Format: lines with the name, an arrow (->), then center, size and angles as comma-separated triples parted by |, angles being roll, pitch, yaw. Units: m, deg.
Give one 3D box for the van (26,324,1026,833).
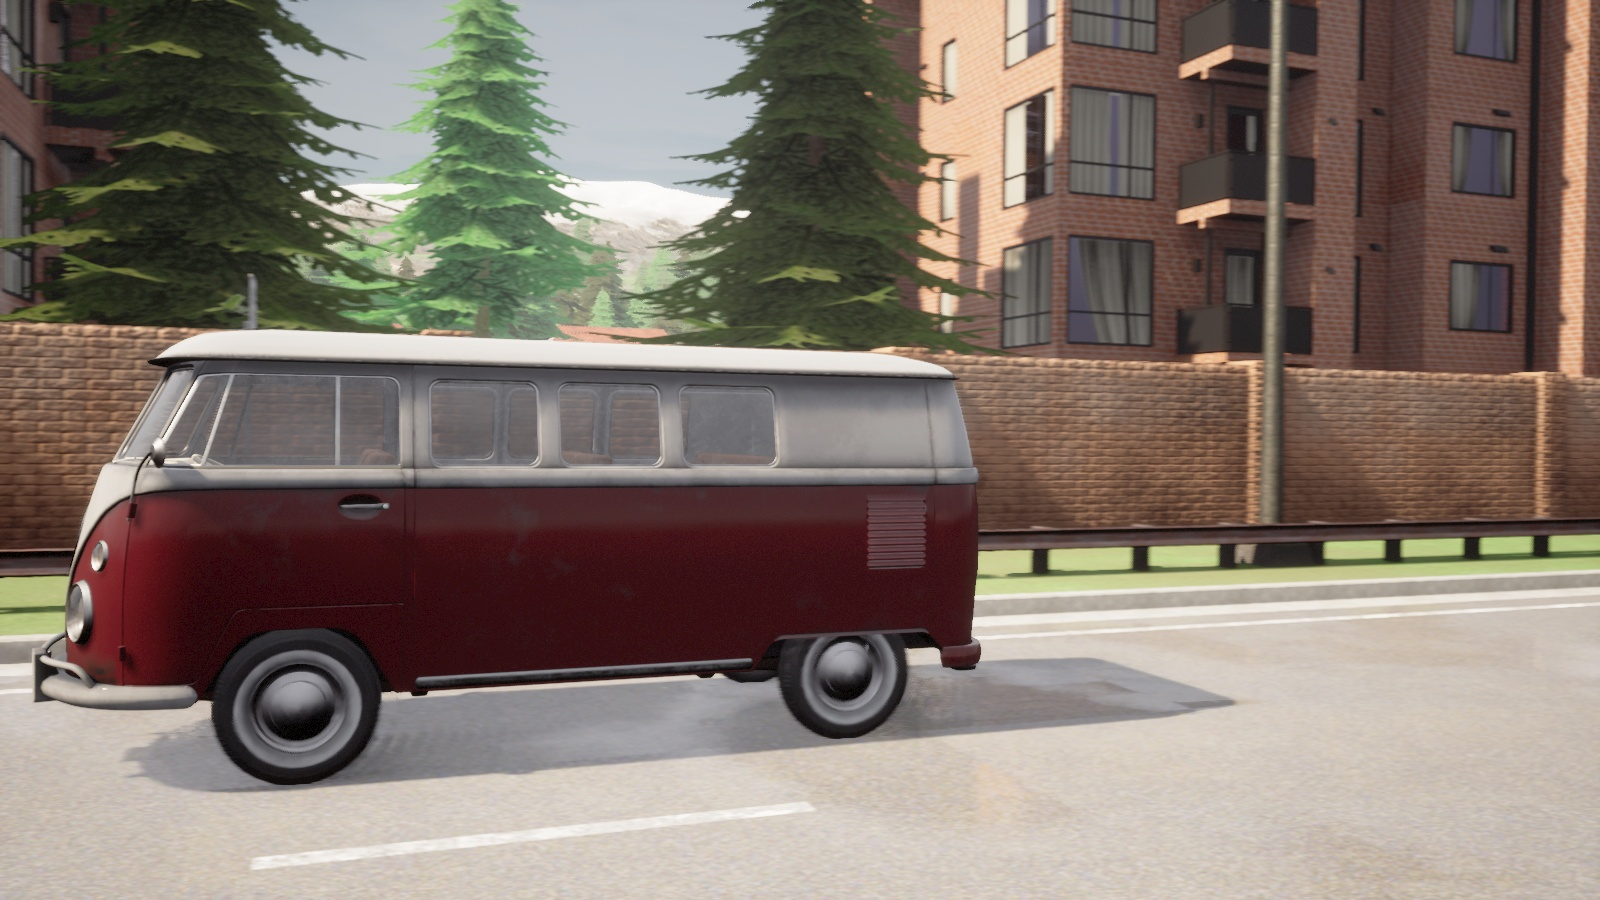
van -> -1.233, 0.458, 6.512 | 4.442, 1.987, 1.775 | -1, 1, -21
